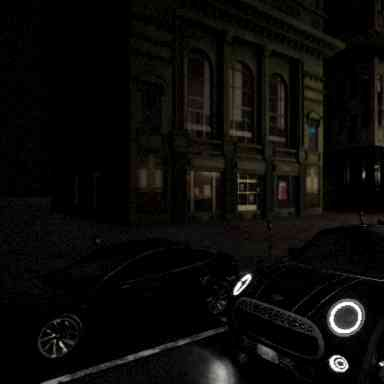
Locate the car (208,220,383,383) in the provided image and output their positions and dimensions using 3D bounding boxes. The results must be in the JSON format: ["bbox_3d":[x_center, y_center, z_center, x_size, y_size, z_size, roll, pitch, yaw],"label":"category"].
[{"bbox_3d":[2.729,1.353,5.324,4.553,1.767,2.097,0,0,-35],"label":"car"}]

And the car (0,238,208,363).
[{"bbox_3d":[-1.052,1.566,5.894,4.313,1.339,1.947,0,0,-35],"label":"car"}]
